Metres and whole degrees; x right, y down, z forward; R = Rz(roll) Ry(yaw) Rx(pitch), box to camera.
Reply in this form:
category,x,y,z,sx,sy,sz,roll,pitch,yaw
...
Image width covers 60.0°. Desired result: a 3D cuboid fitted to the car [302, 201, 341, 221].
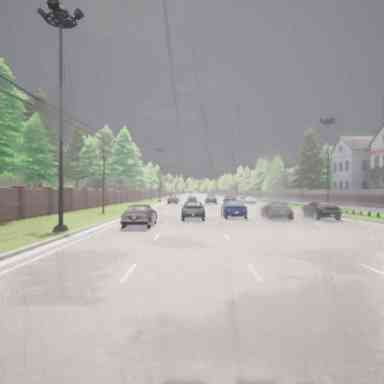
category,x,y,z,sx,sy,sz,roll,pitch,yaw
car,10.599,1.498,27.489,1.837,1.490,4.892,0,0,0

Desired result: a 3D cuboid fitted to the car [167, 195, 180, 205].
category,x,y,z,sx,sy,sz,roll,pitch,yaw
car,-3.503,1.487,60.548,1.837,1.490,4.892,0,0,0

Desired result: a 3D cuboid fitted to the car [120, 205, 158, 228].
category,x,y,z,sx,sy,sz,roll,pitch,yaw
car,-3.401,1.541,22.013,2.033,1.411,5.357,0,0,0

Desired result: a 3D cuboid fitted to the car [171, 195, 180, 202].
category,x,y,z,sx,sy,sz,roll,pitch,yaw
car,-3.503,1.336,70.968,1.812,1.442,4.674,0,0,0

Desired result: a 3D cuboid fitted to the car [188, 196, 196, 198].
category,x,y,z,sx,sy,sz,roll,pitch,yaw
car,-0.003,1.488,60.548,1.837,1.490,4.892,0,0,0

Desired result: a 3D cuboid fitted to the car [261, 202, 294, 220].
category,x,y,z,sx,sy,sz,roll,pitch,yaw
car,7.099,1.556,28.071,1.994,1.385,4.181,0,0,0

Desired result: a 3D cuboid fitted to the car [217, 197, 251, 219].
category,x,y,z,sx,sy,sz,roll,pitch,yaw
car,3.597,1.469,29.085,1.882,1.535,5.008,0,0,0

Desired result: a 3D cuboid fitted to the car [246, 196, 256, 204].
category,x,y,z,sx,sy,sz,roll,pitch,yaw
car,10.497,1.509,60.965,1.812,1.442,4.674,0,0,0

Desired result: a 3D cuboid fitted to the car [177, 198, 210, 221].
category,x,y,z,sx,sy,sz,roll,pitch,yaw
car,0.100,1.484,27.424,2.128,1.511,4.902,0,0,0

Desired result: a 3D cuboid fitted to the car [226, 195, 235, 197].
category,x,y,z,sx,sy,sz,roll,pitch,yaw
car,6.997,1.335,60.935,2.097,1.767,4.553,0,0,0

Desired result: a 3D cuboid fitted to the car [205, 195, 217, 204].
category,x,y,z,sx,sy,sz,roll,pitch,yaw
car,3.497,1.335,60.935,2.097,1.767,4.553,0,0,0
